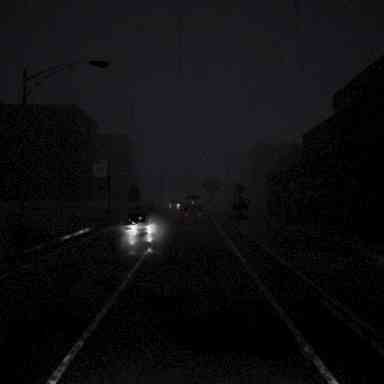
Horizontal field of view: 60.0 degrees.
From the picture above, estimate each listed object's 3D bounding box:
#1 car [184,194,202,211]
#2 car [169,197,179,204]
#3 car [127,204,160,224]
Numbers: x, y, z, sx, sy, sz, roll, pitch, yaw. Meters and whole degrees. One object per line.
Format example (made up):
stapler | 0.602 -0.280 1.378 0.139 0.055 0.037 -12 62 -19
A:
car | 0.146 1.322 43.102 2.150 2.045 5.566 0 0 1
car | -3.485 1.664 66.496 1.812 1.442 4.674 0 0 0
car | -3.522 1.600 24.667 1.994 1.385 4.181 0 0 0
